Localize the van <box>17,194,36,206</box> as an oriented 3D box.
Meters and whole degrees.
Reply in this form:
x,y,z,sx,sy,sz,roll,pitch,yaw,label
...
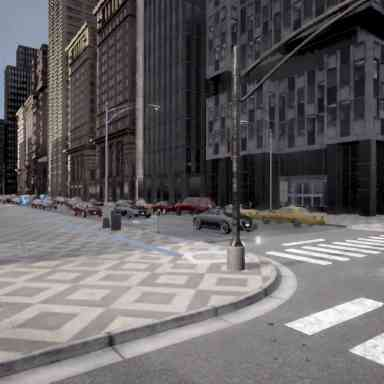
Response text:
x,y,z,sx,sy,sz,roll,pitch,yaw,label
-29.333,1.505,58.884,1.690,1.788,3.998,0,0,-35,van

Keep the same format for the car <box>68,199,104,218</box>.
x,y,z,sx,sy,sz,roll,pitch,yaw,label
-9.917,1.612,31.446,1.887,1.381,4.507,0,0,-35,car

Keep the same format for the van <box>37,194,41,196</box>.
x,y,z,sx,sy,sz,roll,pitch,yaw,label
-38.562,1.622,86.684,1.690,1.788,3.998,0,0,-35,van

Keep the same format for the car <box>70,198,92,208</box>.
x,y,z,sx,sy,sz,roll,pitch,yaw,label
-17.516,1.654,52.339,1.837,1.490,4.892,0,0,-35,car

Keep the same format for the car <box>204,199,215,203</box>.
x,y,z,sx,sy,sz,roll,pitch,yaw,label
3.405,1.594,27.377,1.752,1.417,4.829,0,0,-35,car

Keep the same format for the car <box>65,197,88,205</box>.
x,y,z,sx,sy,sz,roll,pitch,yaw,label
-14.072,1.615,41.997,1.837,1.490,4.892,0,-1,-35,car

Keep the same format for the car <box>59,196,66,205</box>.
x,y,z,sx,sy,sz,roll,pitch,yaw,label
-23.534,1.780,60.840,1.895,1.301,4.718,0,0,-36,car

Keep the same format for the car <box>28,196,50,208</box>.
x,y,z,sx,sy,sz,roll,pitch,yaw,label
-22.861,1.712,49.737,1.802,1.307,4.206,0,0,-35,car

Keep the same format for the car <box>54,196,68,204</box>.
x,y,z,sx,sy,sz,roll,pitch,yaw,label
-28.854,1.668,72.965,1.967,1.590,4.097,0,0,-35,car

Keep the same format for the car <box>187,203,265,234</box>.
x,y,z,sx,sy,sz,roll,pitch,yaw,label
1.842,1.596,19.448,1.994,1.385,4.181,0,0,-35,car

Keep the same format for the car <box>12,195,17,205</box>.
x,y,z,sx,sy,sz,roll,pitch,yaw,label
-32.471,1.705,63.318,1.752,1.417,4.829,0,0,-35,car

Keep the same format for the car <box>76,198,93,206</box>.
x,y,z,sx,sy,sz,roll,pitch,yaw,label
-19.147,1.760,59.248,1.802,1.307,4.206,0,0,-35,car

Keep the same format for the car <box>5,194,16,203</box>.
x,y,z,sx,sy,sz,roll,pitch,yaw,label
-39.041,1.529,72.603,2.192,1.841,5.009,0,0,-35,car

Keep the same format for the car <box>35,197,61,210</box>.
x,y,z,sx,sy,sz,roll,pitch,yaw,label
-19.625,1.696,45.164,1.802,1.307,4.206,0,0,-35,car

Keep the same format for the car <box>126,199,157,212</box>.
x,y,z,sx,sy,sz,roll,pitch,yaw,label
-6.303,1.640,41.096,1.752,1.417,4.829,0,0,-35,car

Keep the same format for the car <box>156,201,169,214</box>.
x,y,z,sx,sy,sz,roll,pitch,yaw,label
-2.968,1.643,36.384,1.887,1.381,4.507,0,0,-35,car

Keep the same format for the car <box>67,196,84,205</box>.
x,y,z,sx,sy,sz,roll,pitch,yaw,label
-22.383,1.634,63.820,1.967,1.590,4.097,0,0,-35,car

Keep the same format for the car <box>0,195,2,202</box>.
x,y,z,sx,sy,sz,roll,pitch,yaw,label
-45.512,1.690,81.748,1.967,1.590,4.097,0,0,-35,car

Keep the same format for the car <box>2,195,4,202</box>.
x,y,z,sx,sy,sz,roll,pitch,yaw,label
-42.277,1.814,77.175,1.802,1.307,4.206,0,0,-35,car

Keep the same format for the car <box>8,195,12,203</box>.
x,y,z,sx,sy,sz,roll,pitch,yaw,label
-35.804,1.779,68.029,1.802,1.307,4.206,0,0,-35,car

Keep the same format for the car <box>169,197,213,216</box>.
x,y,z,sx,sy,sz,roll,pitch,yaw,label
0.267,1.398,31.812,2.192,1.841,5.009,0,0,-35,car

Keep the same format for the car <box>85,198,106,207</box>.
x,y,z,sx,sy,sz,roll,pitch,yaw,label
-15.911,1.727,54.675,1.947,1.339,4.313,0,0,-35,car

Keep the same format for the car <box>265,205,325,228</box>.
x,y,z,sx,sy,sz,roll,pitch,yaw,label
6.641,1.579,22.805,1.752,1.417,4.829,0,0,-35,car

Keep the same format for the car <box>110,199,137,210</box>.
x,y,z,sx,sy,sz,roll,pitch,yaw,label
-9.440,1.680,45.530,2.008,1.369,4.403,0,0,-35,car

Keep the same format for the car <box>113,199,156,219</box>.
x,y,z,sx,sy,sz,roll,pitch,yaw,label
-5.278,1.629,29.503,1.994,1.385,4.181,0,0,-36,car
